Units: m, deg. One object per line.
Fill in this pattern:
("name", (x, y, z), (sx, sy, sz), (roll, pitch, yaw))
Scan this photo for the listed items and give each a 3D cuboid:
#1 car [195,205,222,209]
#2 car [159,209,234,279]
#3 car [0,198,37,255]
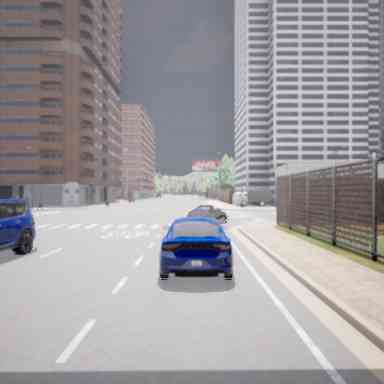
("car", (1.142, 1.599, 23.163), (1.994, 1.385, 4.181), (0, 0, 20))
("car", (0.108, 1.496, 10.134), (1.882, 1.535, 5.008), (0, 0, 0))
("car", (-7.030, 1.241, 10.465), (2.150, 2.045, 5.566), (0, 0, 1))
